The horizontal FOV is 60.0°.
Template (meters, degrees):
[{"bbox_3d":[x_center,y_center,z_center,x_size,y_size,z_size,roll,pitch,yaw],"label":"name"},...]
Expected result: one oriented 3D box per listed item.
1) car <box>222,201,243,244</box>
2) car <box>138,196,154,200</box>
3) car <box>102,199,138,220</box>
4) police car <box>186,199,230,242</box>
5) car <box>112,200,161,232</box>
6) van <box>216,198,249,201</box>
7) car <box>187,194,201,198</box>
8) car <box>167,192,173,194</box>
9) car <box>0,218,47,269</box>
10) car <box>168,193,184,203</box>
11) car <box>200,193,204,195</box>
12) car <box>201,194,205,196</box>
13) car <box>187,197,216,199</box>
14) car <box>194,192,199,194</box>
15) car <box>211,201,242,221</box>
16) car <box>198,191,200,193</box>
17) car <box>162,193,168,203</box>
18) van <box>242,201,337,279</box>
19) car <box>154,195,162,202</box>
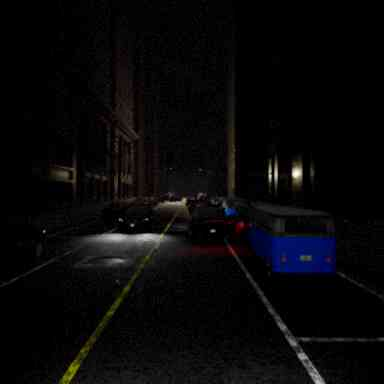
[{"bbox_3d":[2.678,1.387,15.277,1.967,1.590,4.097,1,0,0],"label":"car"},{"bbox_3d":[-5.848,1.408,37.772,2.008,1.369,4.403,1,0,0],"label":"car"},{"bbox_3d":[-5.848,1.448,26.524,1.887,1.381,4.507,1,0,0],"label":"car"},{"bbox_3d":[0.754,1.369,16.184,1.930,1.638,5.238,0,0,-3],"label":"police car"},{"bbox_3d":[-3.110,1.455,19.681,1.812,1.442,4.674,0,0,0],"label":"car"},{"bbox_3d":[2.679,1.266,20.903,1.690,1.788,3.998,1,0,0],"label":"van"},{"bbox_3d":[0.005,1.406,49.750,1.895,1.301,4.718,0,0,0],"label":"car"},{"bbox_3d":[-5.845,1.139,71.518,1.967,1.590,4.097,1,0,0],"label":"car"},{"bbox_3d":[-5.849,1.512,9.650,1.887,1.381,4.507,1,0,0],"label":"car"},{"bbox_3d":[-3.034,1.312,61.665,1.994,1.385,4.181,0,0,1],"label":"car"},{"bbox_3d":[2.679,1.326,54.651,1.887,1.381,4.507,1,0,0],"label":"car"},{"bbox_3d":[2.679,1.352,49.025,1.887,1.381,4.507,1,0,0],"label":"car"},{"bbox_3d":[0.744,1.383,26.111,1.882,1.535,5.008,0,0,0],"label":"car"},{"bbox_3d":[0.005,1.281,64.596,2.033,1.411,5.357,0,0,0],"label":"car"},{"bbox_3d":[2.677,1.454,26.528,2.008,1.369,4.403,1,0,0],"label":"car"},{"bbox_3d":[2.681,1.184,82.774,1.887,1.381,4.507,1,0,0],"label":"car"},{"bbox_3d":[-5.847,1.337,60.270,1.802,1.307,4.206,1,0,0],"label":"car"},{"bbox_3d":[2.678,1.308,9.652,1.690,1.788,3.998,1,0,0],"label":"van"},{"bbox_3d":[-5.847,1.334,48.851,1.752,1.417,4.829,1,0,0],"label":"car"}]
